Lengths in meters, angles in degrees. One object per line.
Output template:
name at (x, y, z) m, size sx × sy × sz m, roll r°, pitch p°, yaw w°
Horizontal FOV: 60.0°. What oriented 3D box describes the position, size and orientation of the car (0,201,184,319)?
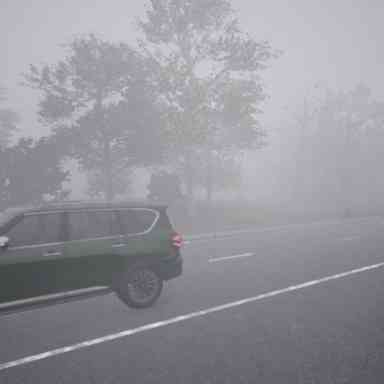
car at (-2.780, 1.217, 6.307) m, size 5.566 × 2.045 × 2.150 m, roll 0°, pitch 0°, yaw -35°
